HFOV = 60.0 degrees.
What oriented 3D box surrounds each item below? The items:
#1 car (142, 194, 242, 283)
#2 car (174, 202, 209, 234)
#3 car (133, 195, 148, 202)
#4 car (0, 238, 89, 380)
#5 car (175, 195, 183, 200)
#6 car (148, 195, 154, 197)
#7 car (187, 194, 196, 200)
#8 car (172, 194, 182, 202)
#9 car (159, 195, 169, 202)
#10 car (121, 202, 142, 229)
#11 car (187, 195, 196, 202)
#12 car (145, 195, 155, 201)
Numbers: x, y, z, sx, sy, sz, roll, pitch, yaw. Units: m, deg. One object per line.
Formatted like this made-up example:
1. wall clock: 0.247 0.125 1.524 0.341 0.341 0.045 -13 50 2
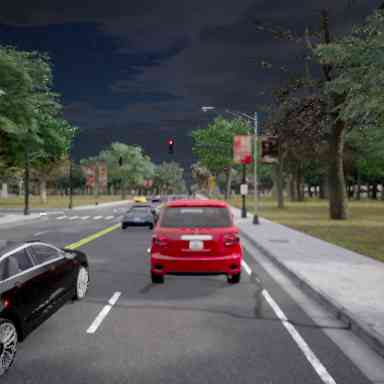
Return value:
1. car: 0.087 1.209 9.724 2.150 2.045 5.566 0 0 0
2. car: -0.029 1.454 20.041 1.882 1.535 5.008 0 0 0
3. car: -9.885 1.425 63.200 1.882 1.535 5.008 0 0 0
4. car: -3.156 1.485 5.364 2.128 1.511 4.902 0 0 0
5. car: -3.390 1.422 87.581 1.895 1.301 4.718 0 0 0
6. car: -6.634 1.548 63.220 1.895 1.301 4.718 0 0 0
7. car: -0.140 1.351 87.555 2.128 1.511 4.902 0 0 0
8. car: -3.373 1.301 77.522 2.097 1.767 4.553 0 0 0
9. car: -6.625 1.466 78.586 2.033 1.411 5.357 0 0 0
10. car: -3.182 1.538 21.249 1.994 1.385 4.181 0 0 0
11. car: -0.122 1.485 77.140 2.033 1.411 5.357 0 0 0
12. car: -9.875 1.427 78.585 1.837 1.490 4.892 0 0 0
